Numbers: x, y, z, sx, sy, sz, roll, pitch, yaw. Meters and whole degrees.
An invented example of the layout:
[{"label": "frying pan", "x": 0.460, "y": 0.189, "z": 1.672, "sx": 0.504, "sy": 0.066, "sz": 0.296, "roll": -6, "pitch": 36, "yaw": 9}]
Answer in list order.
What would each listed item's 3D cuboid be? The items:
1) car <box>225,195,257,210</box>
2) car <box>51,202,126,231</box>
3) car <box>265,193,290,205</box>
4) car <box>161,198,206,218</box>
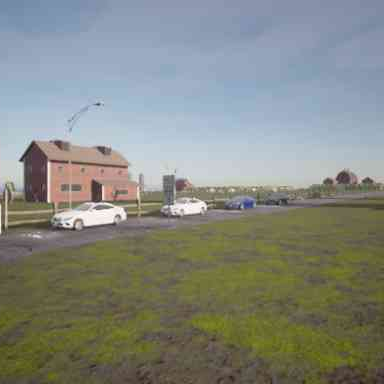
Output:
[{"label": "car", "x": 5.283, "y": 1.080, "z": 35.390, "sx": 1.812, "sy": 1.442, "sz": 4.674, "roll": 0, "pitch": 1, "yaw": 36}, {"label": "car", "x": -5.998, "y": 1.364, "z": 19.829, "sx": 1.812, "sy": 1.442, "sz": 4.674, "roll": 0, "pitch": 1, "yaw": 35}, {"label": "car", "x": 11.238, "y": 0.906, "z": 43.515, "sx": 1.837, "sy": 1.490, "sz": 4.892, "roll": 0, "pitch": 1, "yaw": 36}, {"label": "car", "x": -0.579, "y": 1.229, "z": 27.336, "sx": 1.812, "sy": 1.442, "sz": 4.674, "roll": 0, "pitch": 1, "yaw": 36}]
